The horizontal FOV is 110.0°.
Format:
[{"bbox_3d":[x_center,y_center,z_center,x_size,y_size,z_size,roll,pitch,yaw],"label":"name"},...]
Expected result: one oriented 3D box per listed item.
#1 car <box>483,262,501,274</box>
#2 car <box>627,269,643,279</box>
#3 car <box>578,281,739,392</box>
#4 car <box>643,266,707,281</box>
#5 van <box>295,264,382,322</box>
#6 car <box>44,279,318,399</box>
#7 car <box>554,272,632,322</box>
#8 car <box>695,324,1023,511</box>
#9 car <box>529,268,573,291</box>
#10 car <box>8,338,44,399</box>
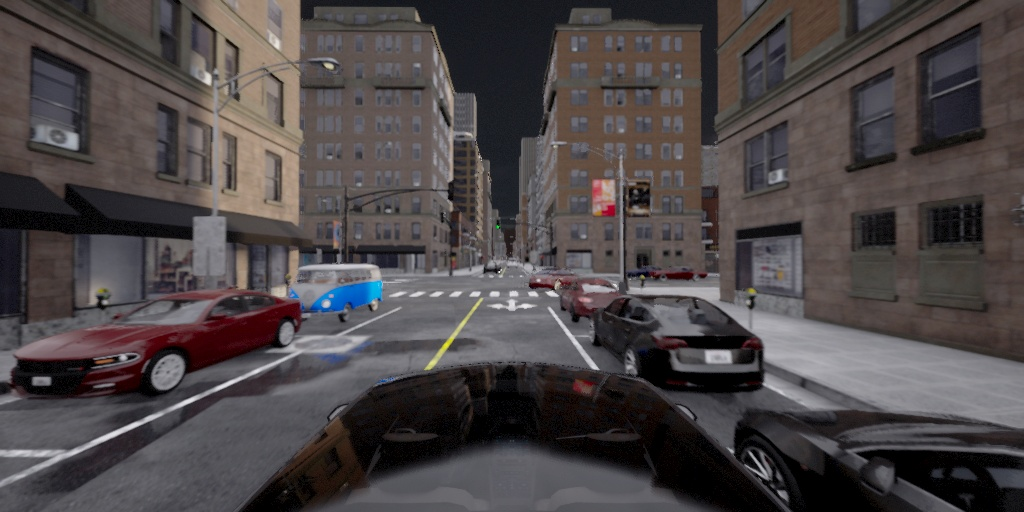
[{"bbox_3d":[-2.838,1.595,48.410,1.882,1.535,5.008,0,0,0],"label":"car"},{"bbox_3d":[13.231,1.615,35.392,4.718,1.301,1.895,0,-1,-1],"label":"car"},{"bbox_3d":[2.668,1.355,6.709,1.948,1.339,4.313,0,0,0],"label":"car"},{"bbox_3d":[14.724,1.581,32.157,4.718,1.301,1.895,0,-1,0],"label":"car"},{"bbox_3d":[-5.857,1.173,12.292,1.690,1.789,3.998,0,0,0],"label":"van"},{"bbox_3d":[-5.857,1.334,6.707,1.888,1.381,4.507,0,0,0],"label":"car"},{"bbox_3d":[2.668,1.414,12.294,1.802,1.307,4.207,0,0,0],"label":"car"},{"bbox_3d":[2.668,1.311,1.124,1.948,1.339,4.313,0,0,0],"label":"car"},{"bbox_3d":[3.019,1.467,23.278,1.994,1.385,4.181,-1,-1,43],"label":"car"},{"bbox_3d":[-5.857,1.060,1.120,2.192,1.841,5.009,0,0,0],"label":"car"}]
